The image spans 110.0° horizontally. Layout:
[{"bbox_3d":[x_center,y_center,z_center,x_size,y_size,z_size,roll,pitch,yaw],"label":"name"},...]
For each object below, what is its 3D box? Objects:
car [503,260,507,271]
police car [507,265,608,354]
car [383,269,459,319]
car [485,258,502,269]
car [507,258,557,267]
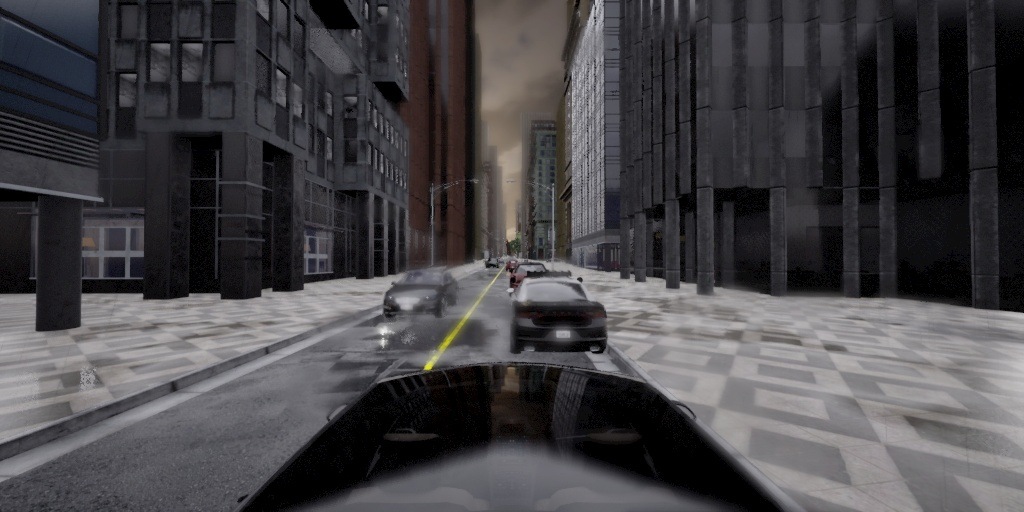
[{"bbox_3d":[0.117,1.266,48.363,1.812,1.442,4.674,0,0,1],"label":"car"},{"bbox_3d":[0.907,1.176,8.911,1.930,1.638,5.238,0,0,0],"label":"police car"},{"bbox_3d":[-3.086,1.243,12.985,2.128,1.511,4.902,0,0,0],"label":"car"},{"bbox_3d":[-3.026,1.091,55.303,2.097,1.767,4.553,0,0,0],"label":"car"},{"bbox_3d":[0.918,1.100,18.772,2.097,1.767,4.553,0,0,0],"label":"car"}]
